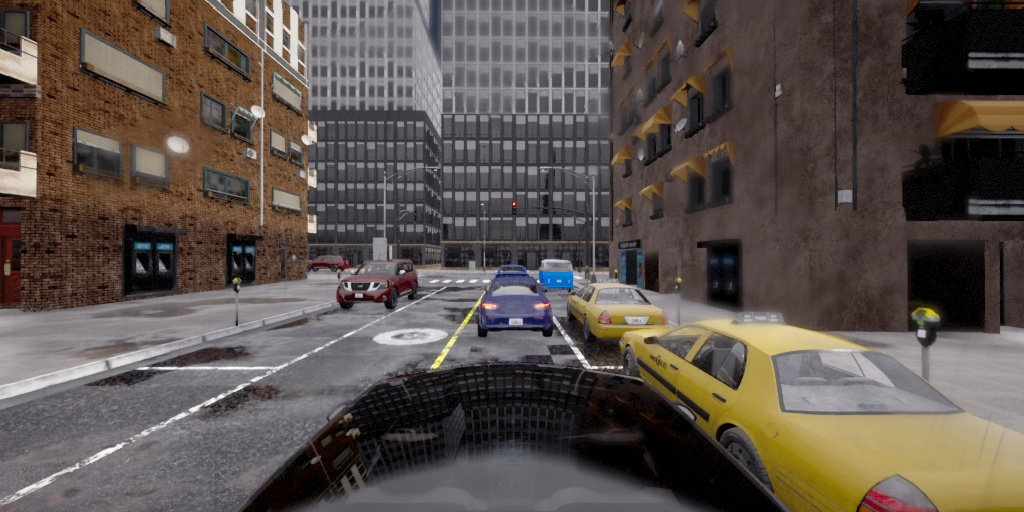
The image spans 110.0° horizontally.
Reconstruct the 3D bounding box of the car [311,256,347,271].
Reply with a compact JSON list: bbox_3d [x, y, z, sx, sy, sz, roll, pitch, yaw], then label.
[{"bbox_3d":[-21.095,0.862,40.581,5.009,1.841,2.192,0,0,-1],"label":"car"}]

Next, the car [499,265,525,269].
[{"bbox_3d":[0.007,1.232,20.424,1.882,1.535,5.008,0,0,0],"label":"car"}]

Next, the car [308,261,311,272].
[{"bbox_3d":[-21.007,1.083,32.442,4.207,1.307,1.802,0,0,-1],"label":"car"}]

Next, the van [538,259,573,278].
[{"bbox_3d":[2.468,1.095,20.755,1.690,1.789,3.998,0,0,0],"label":"van"}]

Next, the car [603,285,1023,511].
[{"bbox_3d":[2.565,1.275,4.005,1.751,1.417,4.829,0,0,0],"label":"car"}]

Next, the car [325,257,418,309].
[{"bbox_3d":[-5.379,1.067,15.070,2.192,1.841,5.009,0,0,0],"label":"car"}]

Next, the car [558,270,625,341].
[{"bbox_3d":[2.532,1.277,9.645,1.751,1.417,4.829,0,0,0],"label":"car"}]

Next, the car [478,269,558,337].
[{"bbox_3d":[0.061,1.277,10.163,1.812,1.442,4.674,0,0,-1],"label":"car"}]
